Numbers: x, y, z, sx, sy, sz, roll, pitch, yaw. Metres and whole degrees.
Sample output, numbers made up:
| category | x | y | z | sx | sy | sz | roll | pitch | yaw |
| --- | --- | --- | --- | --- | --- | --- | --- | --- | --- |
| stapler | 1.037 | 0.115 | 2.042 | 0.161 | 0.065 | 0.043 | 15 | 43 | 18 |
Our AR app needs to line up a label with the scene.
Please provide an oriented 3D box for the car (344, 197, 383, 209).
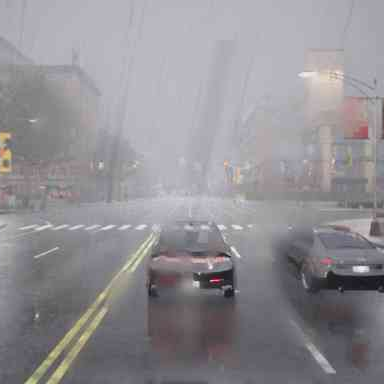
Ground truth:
| category | x | y | z | sx | sy | sz | roll | pitch | yaw |
| --- | --- | --- | --- | --- | --- | --- | --- | --- | --- |
| car | 23.014 | 1.462 | 43.096 | 5.008 | 1.535 | 1.882 | 0 | 0 | 0 |

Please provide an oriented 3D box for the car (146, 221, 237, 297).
| category | x | y | z | sx | sy | sz | roll | pitch | yaw |
| --- | --- | --- | --- | --- | --- | --- | --- | --- | --- |
| car | -0.020 | 1.488 | 8.530 | 2.128 | 1.511 | 4.902 | 0 | 0 | 0 |

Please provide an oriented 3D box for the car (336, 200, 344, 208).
| category | x | y | z | sx | sy | sz | roll | pitch | yaw |
| --- | --- | --- | --- | --- | --- | --- | --- | --- | --- |
| car | 22.793 | 1.475 | 46.591 | 4.902 | 1.511 | 2.128 | 0 | 0 | 0 |

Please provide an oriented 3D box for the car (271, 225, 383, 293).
| category | x | y | z | sx | sy | sz | roll | pitch | yaw |
| --- | --- | --- | --- | --- | --- | --- | --- | --- | --- |
| car | 3.479 | 1.561 | 8.867 | 1.994 | 1.385 | 4.181 | 0 | 0 | 0 |
